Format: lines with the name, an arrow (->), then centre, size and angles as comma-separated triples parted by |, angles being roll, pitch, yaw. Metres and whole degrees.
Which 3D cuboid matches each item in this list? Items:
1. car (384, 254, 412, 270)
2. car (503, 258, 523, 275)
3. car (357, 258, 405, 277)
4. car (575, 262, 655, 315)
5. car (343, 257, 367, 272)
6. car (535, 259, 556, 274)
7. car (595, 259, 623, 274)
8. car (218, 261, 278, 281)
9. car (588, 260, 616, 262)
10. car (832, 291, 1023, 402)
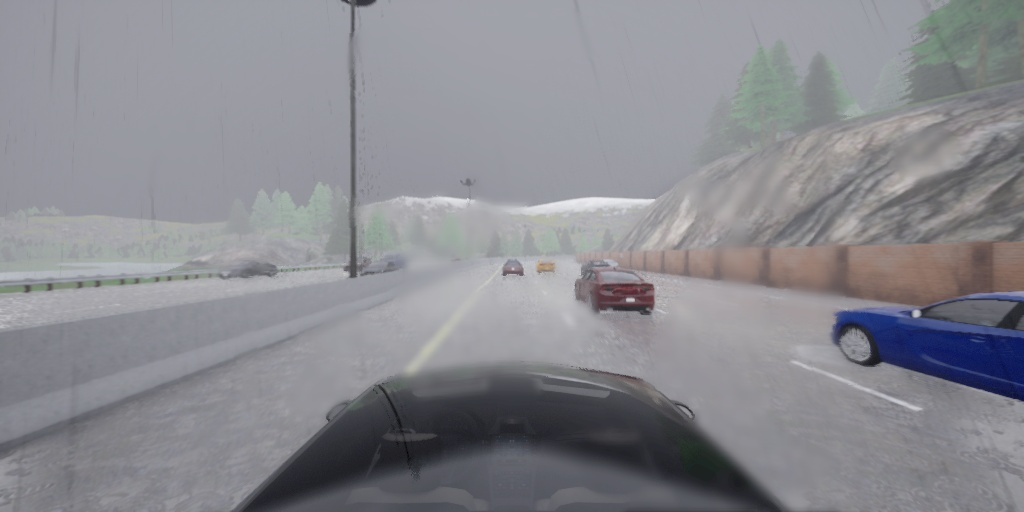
car -> -14.068, 0.800, 42.505 | 2.150, 2.045, 5.566 | 0, 0, 0
car -> 0.109, 1.167, 35.544 | 1.994, 1.385, 4.181 | 0, 0, 0
car -> -10.578, 1.141, 29.189 | 1.837, 1.490, 4.892 | 0, 0, 0
car -> 3.602, 1.176, 13.377 | 1.882, 1.535, 5.008 | 0, 0, 0
car -> -17.565, 0.938, 41.288 | 2.097, 1.767, 4.553 | 0, 0, 0
car -> 3.604, 1.066, 38.606 | 1.882, 1.535, 5.008 | 0, 0, 0
car -> 10.606, 1.107, 39.601 | 1.812, 1.442, 4.674 | 0, 0, 0
car -> -21.077, 1.132, 28.862 | 2.128, 1.511, 4.902 | 0, 0, 0
car -> 7.102, 1.115, 30.366 | 2.128, 1.511, 4.902 | 0, 0, 0
car -> 7.118, 1.211, 4.843 | 1.882, 1.535, 5.008 | 0, 0, 0
